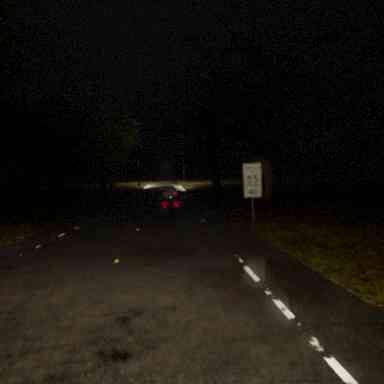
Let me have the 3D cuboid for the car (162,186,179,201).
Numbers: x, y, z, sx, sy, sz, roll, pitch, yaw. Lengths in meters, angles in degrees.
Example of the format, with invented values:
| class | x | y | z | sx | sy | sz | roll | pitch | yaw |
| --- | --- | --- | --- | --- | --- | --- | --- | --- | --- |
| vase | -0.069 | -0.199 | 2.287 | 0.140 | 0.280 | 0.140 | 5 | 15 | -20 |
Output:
| class | x | y | z | sx | sy | sz | roll | pitch | yaw |
| --- | --- | --- | --- | --- | --- | --- | --- | --- | --- |
| car | -2.609 | 0.278 | 40.429 | 1.812 | 1.442 | 4.674 | -3 | 2 | -3 |

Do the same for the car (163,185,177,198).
| class | x | y | z | sx | sy | sz | roll | pitch | yaw |
| --- | --- | --- | --- | --- | --- | --- | --- | --- | --- |
| car | -3.278 | -0.124 | 49.797 | 1.837 | 1.490 | 4.892 | -3 | 3 | -3 |
